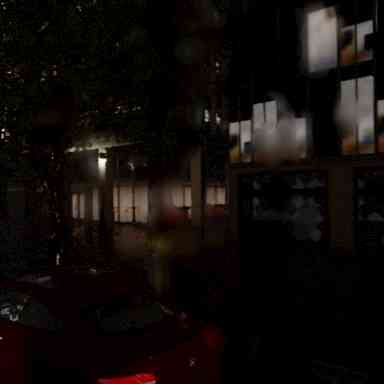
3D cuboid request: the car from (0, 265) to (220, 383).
[{"bbox_3d":[-1.658,1.592,4.067,4.206,1.307,1.802,0,-1,36],"label":"car"}]
